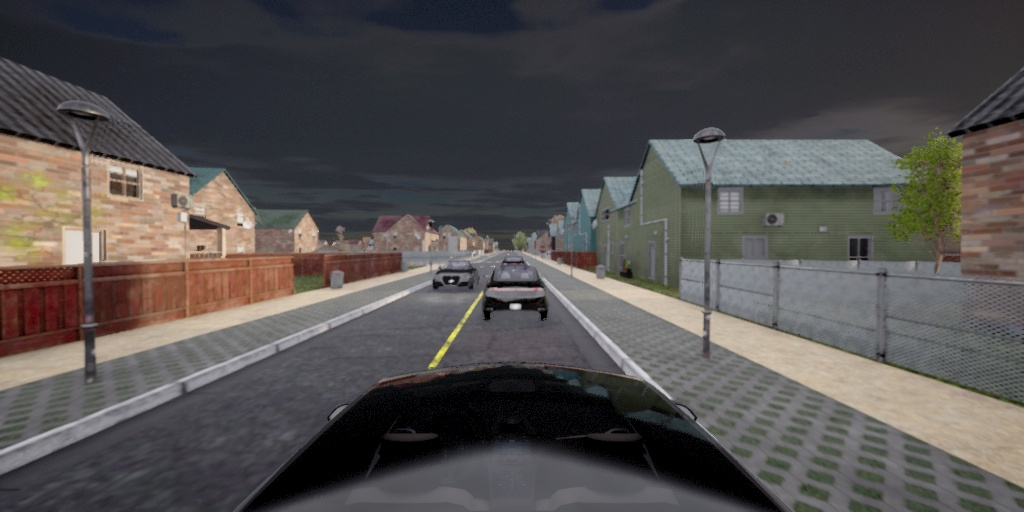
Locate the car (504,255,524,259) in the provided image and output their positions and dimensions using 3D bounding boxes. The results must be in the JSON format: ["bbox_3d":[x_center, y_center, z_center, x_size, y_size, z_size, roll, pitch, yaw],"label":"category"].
[{"bbox_3d":[0.124,0.696,26.187,2.128,1.511,4.902,0,1,0],"label":"car"}]

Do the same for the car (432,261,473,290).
[{"bbox_3d":[-2.818,0.936,18.632,1.994,1.385,4.181,0,1,0],"label":"car"}]

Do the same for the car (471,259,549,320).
[{"bbox_3d":[0.102,1.022,11.582,2.128,1.511,4.902,0,1,0],"label":"car"}]
